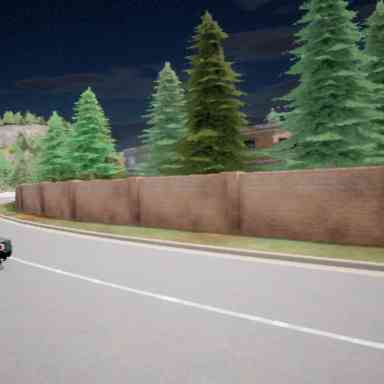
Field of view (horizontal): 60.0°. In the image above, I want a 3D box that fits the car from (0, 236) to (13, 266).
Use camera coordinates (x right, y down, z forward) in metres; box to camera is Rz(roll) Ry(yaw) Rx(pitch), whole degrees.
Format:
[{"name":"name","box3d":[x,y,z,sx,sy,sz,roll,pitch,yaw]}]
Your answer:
[{"name":"car","box3d":[-7.161,1.535,9.763,4.718,1.301,1.895,0,2,41]}]
